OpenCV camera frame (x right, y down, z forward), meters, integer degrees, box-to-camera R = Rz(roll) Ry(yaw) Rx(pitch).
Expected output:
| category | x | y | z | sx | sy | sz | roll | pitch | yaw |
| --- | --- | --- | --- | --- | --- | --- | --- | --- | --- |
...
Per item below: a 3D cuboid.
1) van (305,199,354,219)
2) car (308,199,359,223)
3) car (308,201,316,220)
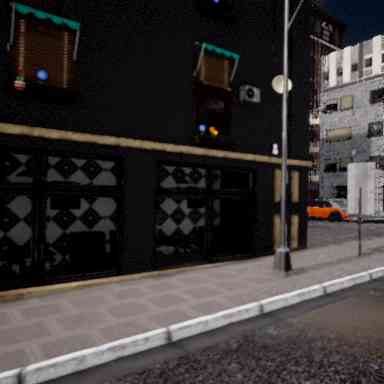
| category | x | y | z | sx | sy | sz | roll | pitch | yaw |
| --- | --- | --- | --- | --- | --- | --- | --- | --- | --- |
| van | 12.848 | 1.530 | 31.297 | 1.690 | 1.788 | 3.998 | 1 | -1 | -36 |
| car | 10.297 | 1.380 | 25.576 | 2.097 | 1.767 | 4.553 | 2 | -2 | -36 |
| car | 6.875 | 1.556 | 25.673 | 1.947 | 1.339 | 4.313 | 1 | -1 | -36 |
